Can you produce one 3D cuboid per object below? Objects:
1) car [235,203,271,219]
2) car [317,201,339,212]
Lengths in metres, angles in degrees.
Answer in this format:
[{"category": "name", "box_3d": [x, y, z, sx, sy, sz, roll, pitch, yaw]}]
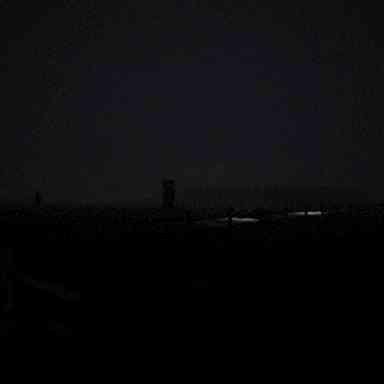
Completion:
[{"category": "car", "box_3d": [6.215, 1.808, 33.175, 1.812, 1.442, 4.674, 0, -1, 42]}, {"category": "car", "box_3d": [19.490, 1.986, 47.657, 2.128, 1.511, 4.902, 0, -1, 42]}]
